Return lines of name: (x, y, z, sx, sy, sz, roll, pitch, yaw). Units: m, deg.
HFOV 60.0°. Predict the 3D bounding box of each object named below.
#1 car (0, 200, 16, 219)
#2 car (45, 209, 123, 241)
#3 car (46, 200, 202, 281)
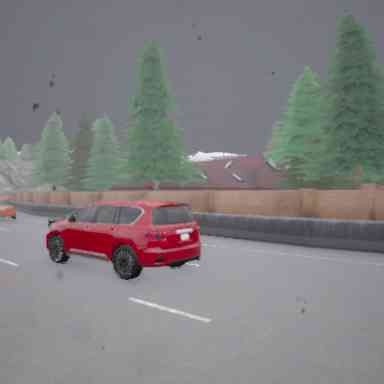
car: (-17.214, 1.477, 29.377, 2.097, 1.767, 4.553, 0, 0, -42)
car: (-5.959, 1.672, 18.024, 4.718, 1.301, 1.895, 0, 0, 42)
car: (-2.274, 1.261, 10.281, 5.566, 2.045, 2.150, 0, 0, 39)
